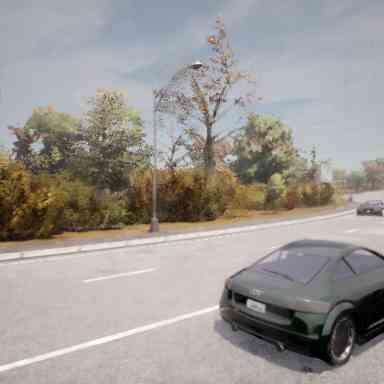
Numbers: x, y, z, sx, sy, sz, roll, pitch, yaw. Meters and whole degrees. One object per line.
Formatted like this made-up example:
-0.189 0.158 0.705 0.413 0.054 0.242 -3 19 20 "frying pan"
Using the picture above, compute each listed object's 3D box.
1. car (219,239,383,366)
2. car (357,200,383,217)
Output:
2.474 1.549 5.869 4.181 1.385 1.994 0 0 -38 "car"
16.250 1.443 29.928 1.994 1.385 4.181 0 0 38 "car"
